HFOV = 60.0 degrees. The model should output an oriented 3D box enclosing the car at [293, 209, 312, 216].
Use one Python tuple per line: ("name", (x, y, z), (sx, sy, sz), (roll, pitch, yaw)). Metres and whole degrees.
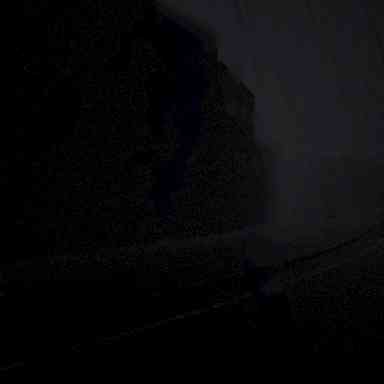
("car", (20.196, 3.745, 61.187), (1.994, 1.385, 4.181), (-2, -3, -10))
